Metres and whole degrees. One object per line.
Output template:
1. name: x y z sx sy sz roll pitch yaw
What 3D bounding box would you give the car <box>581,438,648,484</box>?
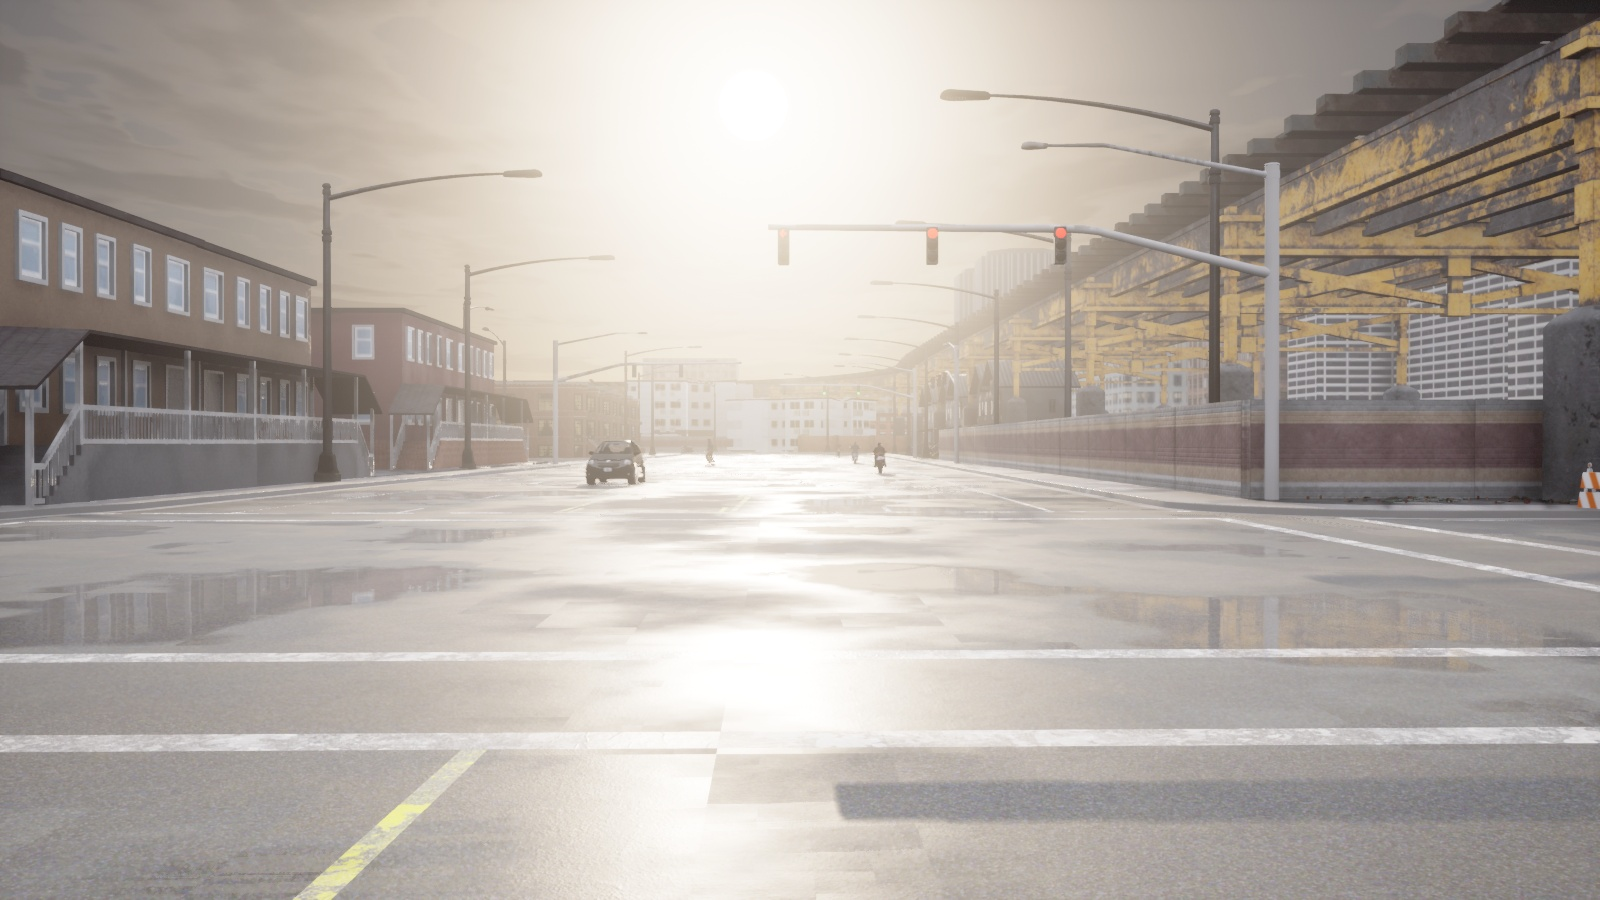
1. car: -6.722 0.380 45.921 1.851 1.617 3.988 0 0 0
